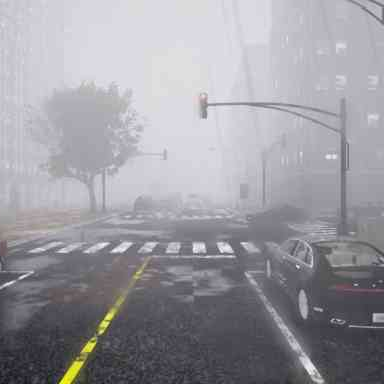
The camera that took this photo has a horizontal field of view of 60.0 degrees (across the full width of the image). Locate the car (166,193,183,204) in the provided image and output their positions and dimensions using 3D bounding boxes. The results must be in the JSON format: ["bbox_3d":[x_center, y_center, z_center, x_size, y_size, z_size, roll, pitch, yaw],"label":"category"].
[{"bbox_3d":[-2.887,1.264,59.696,2.150,2.045,5.566,0,0,3],"label":"car"}]

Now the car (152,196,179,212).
[{"bbox_3d":[-2.995,1.568,38.600,2.033,1.411,5.357,0,0,0],"label":"car"}]

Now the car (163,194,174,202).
[{"bbox_3d":[-5.476,1.386,77.976,2.192,1.841,5.009,0,0,0],"label":"car"}]

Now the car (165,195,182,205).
[{"bbox_3d":[-2.965,1.578,49.053,2.033,1.411,5.357,0,0,0],"label":"car"}]

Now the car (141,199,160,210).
[{"bbox_3d":[-5.568,1.592,44.839,1.947,1.339,4.313,0,0,0],"label":"car"}]

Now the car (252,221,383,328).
[{"bbox_3d":[2.707,1.551,6.904,2.008,1.369,4.403,0,0,0],"label":"car"}]

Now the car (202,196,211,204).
[{"bbox_3d":[2.875,1.578,67.076,1.752,1.417,4.829,0,0,0],"label":"car"}]

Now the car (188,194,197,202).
[{"bbox_3d":[0.219,1.428,78.856,2.097,1.767,4.553,0,0,0],"label":"car"}]

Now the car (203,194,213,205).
[{"bbox_3d":[2.859,1.611,61.384,1.947,1.339,4.313,0,0,0],"label":"car"}]

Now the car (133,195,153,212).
[{"bbox_3d":[-5.584,1.336,39.316,2.192,1.841,5.009,0,0,0],"label":"car"}]

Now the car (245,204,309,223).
[{"bbox_3d":[5.792,1.520,22.805,4.181,1.385,1.994,-2,0,-12],"label":"car"}]

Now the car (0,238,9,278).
[{"bbox_3d":[-5.673,1.545,6.928,1.887,1.381,4.507,0,0,0],"label":"car"}]

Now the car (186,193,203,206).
[{"bbox_3d":[0.255,1.258,55.722,2.150,2.045,5.566,0,0,0],"label":"car"}]

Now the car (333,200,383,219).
[{"bbox_3d":[13.497,1.350,26.280,4.403,1.369,2.008,-1,1,0],"label":"car"}]

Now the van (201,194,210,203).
[{"bbox_3d":[2.889,1.402,72.430,1.690,1.788,3.998,0,0,0],"label":"van"}]
